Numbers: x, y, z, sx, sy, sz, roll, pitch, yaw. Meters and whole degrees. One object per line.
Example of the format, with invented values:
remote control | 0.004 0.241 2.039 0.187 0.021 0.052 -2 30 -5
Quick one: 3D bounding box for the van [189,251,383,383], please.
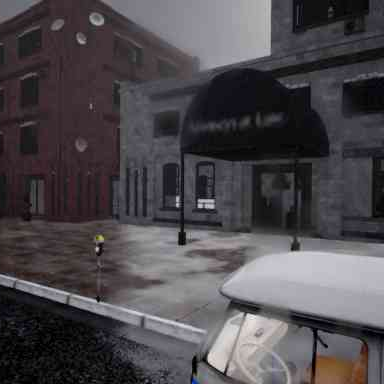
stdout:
van | 1.790 1.341 1.627 3.998 1.788 1.690 0 1 34
